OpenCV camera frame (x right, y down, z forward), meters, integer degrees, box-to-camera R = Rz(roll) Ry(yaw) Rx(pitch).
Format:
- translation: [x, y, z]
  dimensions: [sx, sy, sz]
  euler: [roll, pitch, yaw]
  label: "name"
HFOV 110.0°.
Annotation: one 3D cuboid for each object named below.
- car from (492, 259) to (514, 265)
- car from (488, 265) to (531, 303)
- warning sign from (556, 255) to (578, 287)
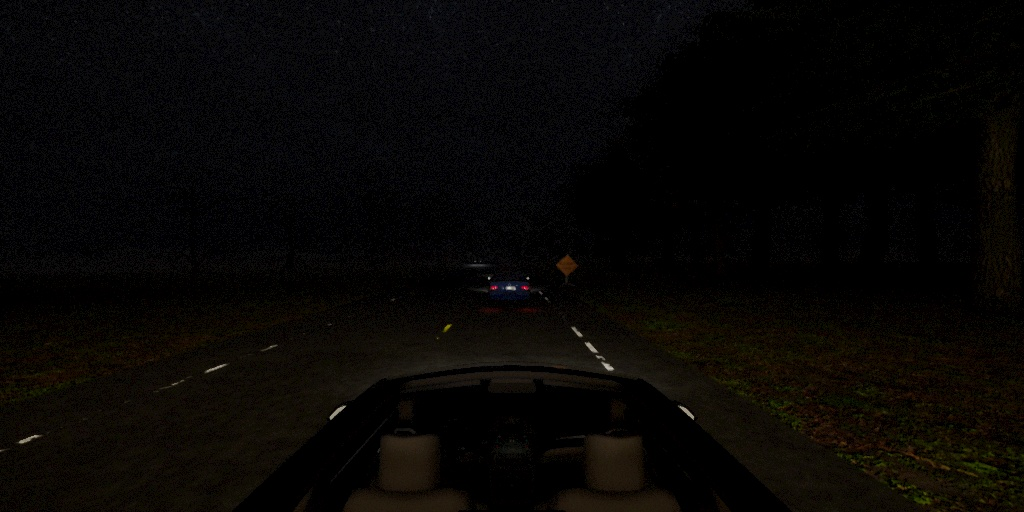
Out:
- translation: [-0.598, 1.207, 31.578]
  dimensions: [1.882, 1.535, 5.008]
  euler: [0, 0, -2]
  label: "car"
- translation: [-0.149, 1.303, 16.546]
  dimensions: [2.033, 1.411, 5.357]
  euler: [0, 0, -1]
  label: "car"
- translation: [3.284, 0.847, 21.641]
  dimensions: [1.300, 1.860, 1.060]
  euler: [0, 0, -2]
  label: "warning sign"
